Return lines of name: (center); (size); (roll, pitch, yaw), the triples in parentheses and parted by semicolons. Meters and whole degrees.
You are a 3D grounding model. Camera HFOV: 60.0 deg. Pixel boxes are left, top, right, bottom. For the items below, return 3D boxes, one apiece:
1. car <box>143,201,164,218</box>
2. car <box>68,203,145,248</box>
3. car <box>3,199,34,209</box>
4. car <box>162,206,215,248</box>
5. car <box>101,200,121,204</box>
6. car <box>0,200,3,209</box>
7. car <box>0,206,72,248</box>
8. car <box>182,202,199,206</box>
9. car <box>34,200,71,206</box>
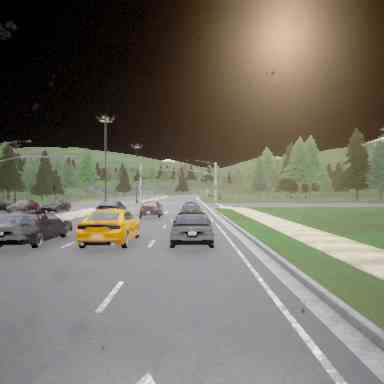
car: (-3.596, 1.530, 29.687); (1.812, 1.442, 4.674); (0, 0, 0)
car: (-3.502, 1.482, 14.665); (1.882, 1.535, 5.008); (0, 0, 0)
car: (-18.645, 1.557, 37.117); (1.812, 1.442, 4.674); (0, 0, 0)
car: (-0.002, 1.560, 14.674); (2.033, 1.411, 5.357); (0, 0, 0)
car: (-7.096, 1.482, 29.664); (1.882, 1.535, 5.008); (0, 0, 0)
car: (-22.145, 1.599, 37.094); (2.033, 1.411, 5.357); (0, 0, 0)
car: (-7.002, 1.560, 14.656); (2.033, 1.411, 5.357); (0, 0, 0)
car: (-0.096, 1.561, 29.710); (2.033, 1.411, 5.357); (0, 0, 0)
car: (-15.145, 1.599, 37.140); (2.033, 1.411, 5.357); (0, 0, 0)
